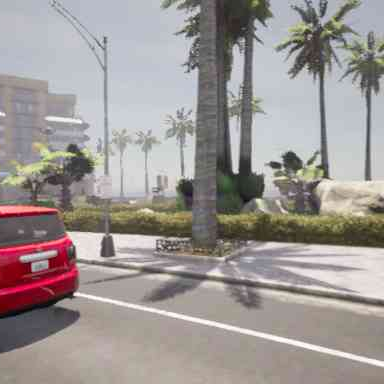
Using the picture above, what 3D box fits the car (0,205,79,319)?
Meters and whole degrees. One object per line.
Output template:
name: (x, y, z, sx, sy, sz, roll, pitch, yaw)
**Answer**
car: (-4.754, 1.295, 6.580, 5.566, 2.045, 2.150, -1, 0, 29)
